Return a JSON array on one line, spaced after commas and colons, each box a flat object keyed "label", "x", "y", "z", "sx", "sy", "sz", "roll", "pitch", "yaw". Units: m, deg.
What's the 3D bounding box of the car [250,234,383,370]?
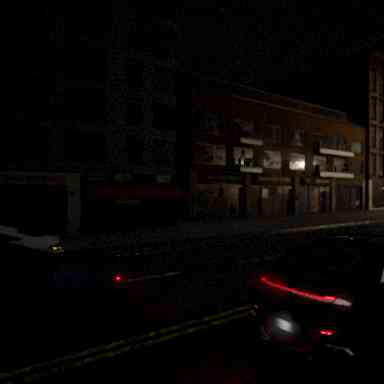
[{"label": "car", "x": 3.157, "y": 1.487, "z": 5.668, "sx": 4.902, "sy": 1.511, "sz": 2.128, "roll": 0, "pitch": 0, "yaw": -35}]

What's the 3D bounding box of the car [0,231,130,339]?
[{"label": "car", "x": -3.693, "y": 1.546, "z": 5.039, "sx": 5.357, "sy": 1.411, "sz": 2.033, "roll": 0, "pitch": 0, "yaw": -36}]

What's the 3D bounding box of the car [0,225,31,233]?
[{"label": "car", "x": -5.453, "y": 1.524, "z": 7.774, "sx": 4.674, "sy": 1.442, "sz": 1.812, "roll": 0, "pitch": 0, "yaw": -36}]
